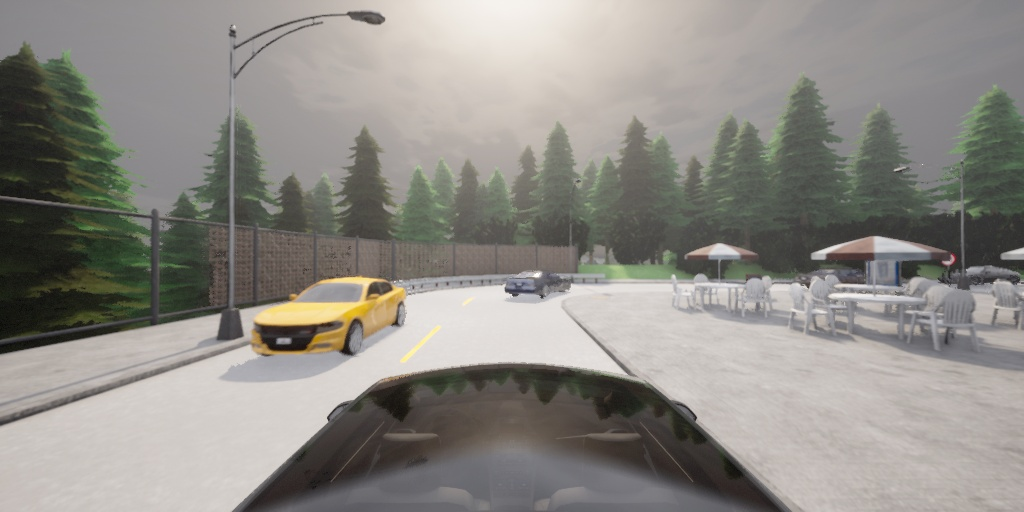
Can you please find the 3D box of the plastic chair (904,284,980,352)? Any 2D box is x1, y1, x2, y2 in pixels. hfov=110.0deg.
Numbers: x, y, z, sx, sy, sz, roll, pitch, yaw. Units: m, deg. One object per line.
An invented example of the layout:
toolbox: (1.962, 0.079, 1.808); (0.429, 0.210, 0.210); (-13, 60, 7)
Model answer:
plastic chair: (9.251, 1.329, 7.702); (0.750, 1.272, 0.730); (0, 0, 10)

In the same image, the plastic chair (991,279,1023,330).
plastic chair: (13.979, 1.347, 9.887); (0.730, 1.272, 0.750); (0, 0, 10)

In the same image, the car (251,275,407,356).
car: (-4.142, 1.288, 9.000); (1.882, 1.535, 5.008); (0, 0, 0)

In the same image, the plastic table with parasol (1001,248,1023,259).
plastic table with parasol: (15.279, 0.741, 9.668); (2.482, 2.480, 2.482); (0, 0, 0)

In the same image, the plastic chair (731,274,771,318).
plastic chair: (7.997, 1.365, 12.031); (0.750, 1.272, 0.730); (0, 0, 10)

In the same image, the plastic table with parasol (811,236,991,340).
plastic table with parasol: (9.239, 0.737, 9.132); (2.482, 2.480, 2.482); (0, 0, 0)

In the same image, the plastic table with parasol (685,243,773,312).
plastic table with parasol: (7.776, 0.773, 13.441); (2.482, 2.480, 2.482); (0, 0, 0)

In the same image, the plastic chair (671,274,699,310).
plastic chair: (6.506, 1.355, 13.650); (0.730, 1.272, 0.750); (0, 0, 10)

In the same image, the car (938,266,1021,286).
car: (35.072, 1.484, 26.919); (4.674, 1.442, 1.812); (0, 0, 0)

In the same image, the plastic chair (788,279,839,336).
plastic chair: (7.760, 1.342, 9.321); (0.730, 1.272, 0.750); (0, 0, 10)

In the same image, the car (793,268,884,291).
car: (21.034, 1.471, 22.743); (5.357, 1.411, 2.033); (0, 0, 0)

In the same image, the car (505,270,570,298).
car: (1.550, 1.448, 19.754); (2.033, 1.411, 5.357); (-1, -1, 28)
